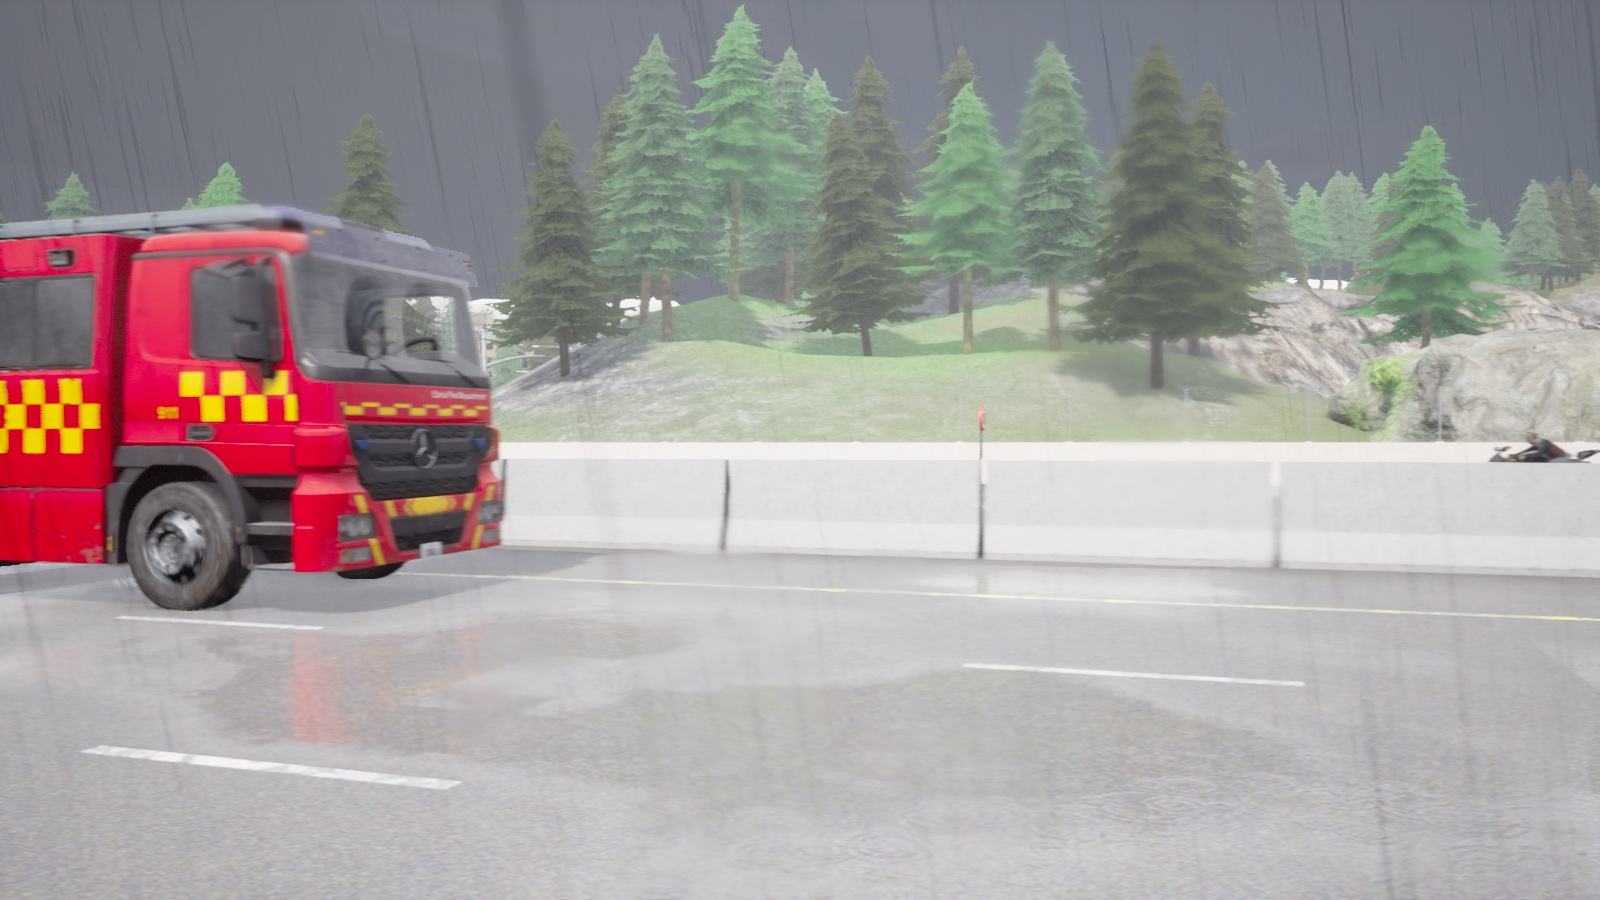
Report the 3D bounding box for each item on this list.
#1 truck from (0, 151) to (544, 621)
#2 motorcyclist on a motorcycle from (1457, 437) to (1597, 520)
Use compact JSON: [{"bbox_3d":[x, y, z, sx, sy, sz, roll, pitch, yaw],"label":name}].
[{"bbox_3d":[-7.115,-0.572,12.955,8.468,3.827,2.891,1,1,19],"label":"truck"},{"bbox_3d":[14.037,0.525,24.318,2.191,1.530,0.866,1,1,19],"label":"motorcyclist on a motorcycle"}]
